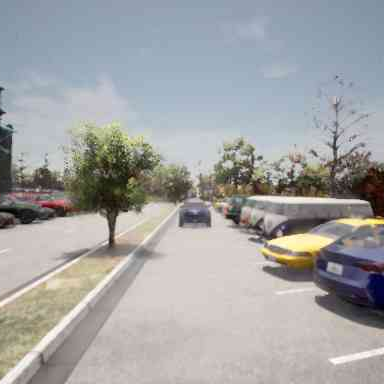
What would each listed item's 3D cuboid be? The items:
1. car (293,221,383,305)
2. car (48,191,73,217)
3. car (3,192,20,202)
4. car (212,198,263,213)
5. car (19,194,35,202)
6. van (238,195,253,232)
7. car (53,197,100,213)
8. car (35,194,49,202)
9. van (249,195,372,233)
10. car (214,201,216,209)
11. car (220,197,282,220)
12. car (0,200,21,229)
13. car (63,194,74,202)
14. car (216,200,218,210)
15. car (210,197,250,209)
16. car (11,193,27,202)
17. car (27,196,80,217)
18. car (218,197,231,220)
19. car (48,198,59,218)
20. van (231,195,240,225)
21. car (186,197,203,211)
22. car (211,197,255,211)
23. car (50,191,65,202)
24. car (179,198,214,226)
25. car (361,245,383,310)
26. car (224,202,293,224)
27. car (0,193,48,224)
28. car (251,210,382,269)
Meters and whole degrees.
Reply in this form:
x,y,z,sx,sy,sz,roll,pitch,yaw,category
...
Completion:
x,y,z,sx,sy,sz,roll,pitch,yaw,category
4.879,1.513,7.037,4.792,1.488,2.163,1,0,-20,car
-13.199,1.200,28.978,5.566,2.045,2.435,-1,0,-20,car
-34.544,0.979,63.856,2.185,1.767,4.553,0,-1,-19,car
5.184,1.467,37.687,5.366,1.575,1.946,1,0,-20,car
-31.593,1.106,63.822,2.231,1.521,4.892,0,-1,-19,car
4.788,1.251,15.911,4.442,1.987,1.878,1,0,-20,van
-13.148,1.449,37.992,5.008,1.535,2.097,-1,0,-19,car
-28.636,1.144,63.770,2.002,1.452,4.674,1,-1,-19,car
4.775,1.252,12.933,4.442,1.987,1.878,1,0,-20,van
4.965,1.498,34.213,4.792,1.488,2.163,1,0,-20,car
4.923,1.346,27.853,4.553,1.767,2.185,1,0,-20,car
-13.246,1.484,19.956,4.792,1.488,2.163,-1,0,-20,car
-29.948,1.483,80.715,2.185,1.767,4.553,1,-3,-19,car
5.001,1.346,30.843,4.553,1.767,2.185,1,0,-20,car
5.059,1.464,44.407,4.892,1.521,2.231,1,0,-20,car
-42.030,1.360,80.955,2.435,2.045,5.566,1,-3,-19,car
-13.167,1.325,31.974,4.553,1.767,2.185,-1,0,-20,car
4.951,1.224,21.918,5.566,2.045,2.435,1,0,-20,car
-13.213,1.482,25.968,4.792,1.488,2.163,-1,0,-20,car
4.800,1.250,18.888,4.442,1.987,1.878,1,0,-20,van
0.302,1.458,40.956,1.882,1.535,5.008,0,0,0,car
5.026,1.467,41.013,4.892,1.521,2.231,1,0,-20,car
-25.661,0.852,63.695,2.435,2.045,5.566,1,-1,-19,car
0.200,1.341,23.307,2.097,1.767,4.553,0,0,0,car
4.813,1.513,4.034,4.792,1.488,2.163,1,0,-20,car
4.939,1.514,24.881,4.674,1.452,2.002,1,0,-20,car
-13.236,1.202,22.964,5.566,2.045,2.435,-1,0,-20,car
4.691,1.476,9.935,5.366,1.575,1.946,1,0,-20,car
